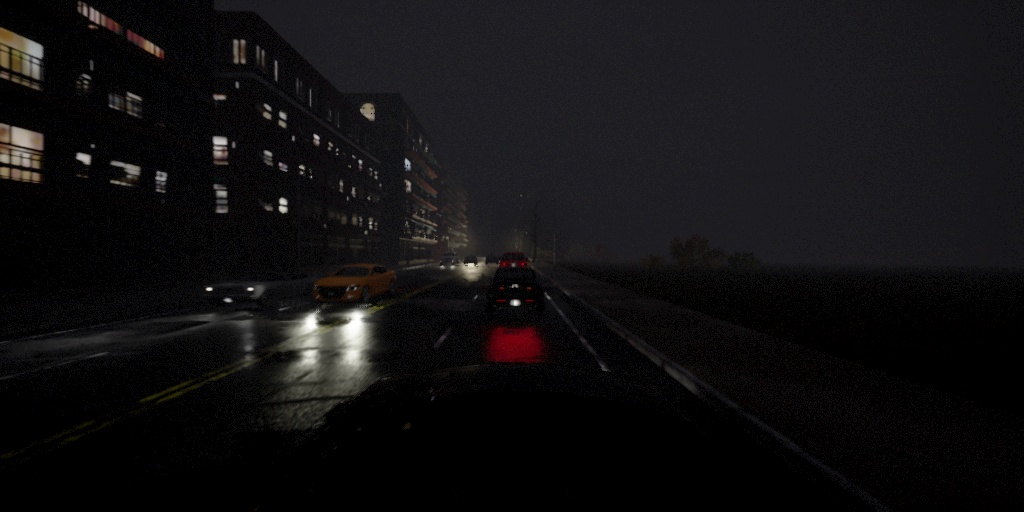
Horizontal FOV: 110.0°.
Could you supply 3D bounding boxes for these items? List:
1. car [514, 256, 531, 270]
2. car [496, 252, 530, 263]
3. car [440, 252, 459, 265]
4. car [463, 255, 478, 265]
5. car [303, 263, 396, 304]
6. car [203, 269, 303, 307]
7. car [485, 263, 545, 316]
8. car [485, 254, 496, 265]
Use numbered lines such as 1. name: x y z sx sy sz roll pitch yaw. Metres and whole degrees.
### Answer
1. car: 1.148 0.773 42.043 1.801 1.575 5.366 0 1 0
2. car: 0.107 0.695 27.674 2.150 2.045 5.566 0 1 0
3. car: -9.780 0.380 56.504 2.150 2.045 5.566 0 1 1
4. car: -6.532 0.632 57.020 1.882 1.535 5.008 0 1 1
5. car: -6.594 1.080 15.571 1.882 1.535 5.008 0 1 0
6. car: -9.846 1.213 14.655 1.895 1.301 4.718 0 1 0
7. car: 0.101 1.132 12.824 1.837 1.490 4.892 0 -1 0
8. car: -3.236 0.489 58.581 2.097 1.767 4.553 0 1 0
